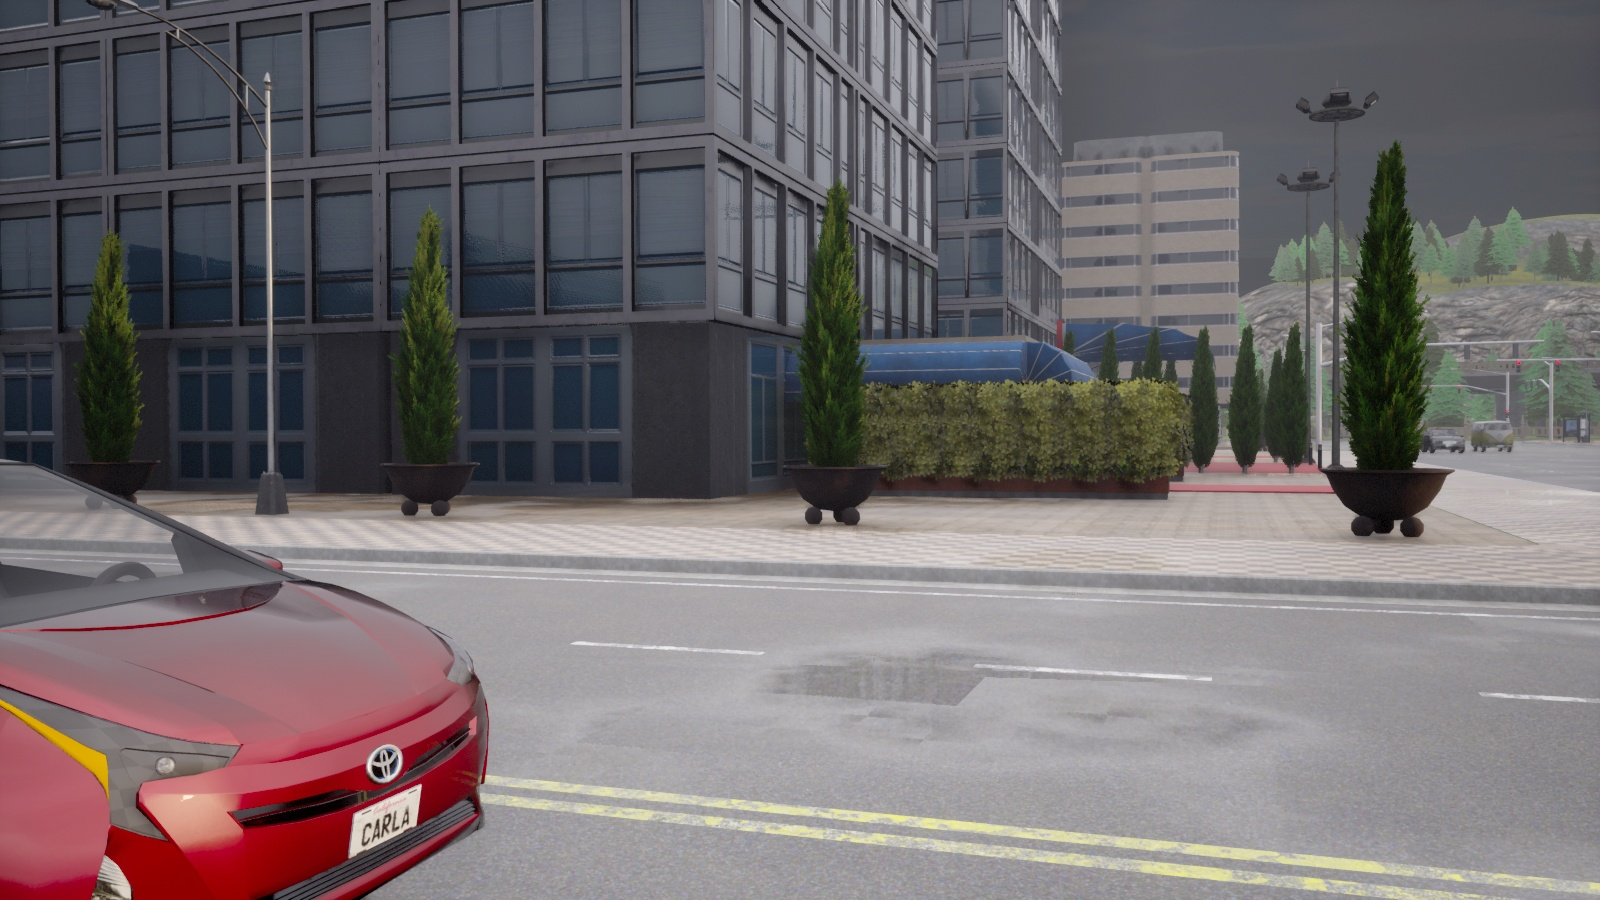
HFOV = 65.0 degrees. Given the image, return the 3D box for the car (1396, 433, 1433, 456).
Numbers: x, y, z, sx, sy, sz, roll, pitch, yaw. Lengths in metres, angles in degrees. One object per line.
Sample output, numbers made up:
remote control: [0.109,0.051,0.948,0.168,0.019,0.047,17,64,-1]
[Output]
car: [42.347,-0.422,86.558,1.789,1.549,3.705,1,1,18]

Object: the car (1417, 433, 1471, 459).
car: [38.806,-0.285,75.809,2.128,1.511,4.902,1,1,18]

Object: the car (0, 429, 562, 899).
car: [-3.322,0.692,4.311,4.514,1.525,2.007,1,1,19]

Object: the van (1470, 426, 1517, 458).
van: [43.500,-0.520,78.869,1.775,1.987,4.442,1,1,18]
